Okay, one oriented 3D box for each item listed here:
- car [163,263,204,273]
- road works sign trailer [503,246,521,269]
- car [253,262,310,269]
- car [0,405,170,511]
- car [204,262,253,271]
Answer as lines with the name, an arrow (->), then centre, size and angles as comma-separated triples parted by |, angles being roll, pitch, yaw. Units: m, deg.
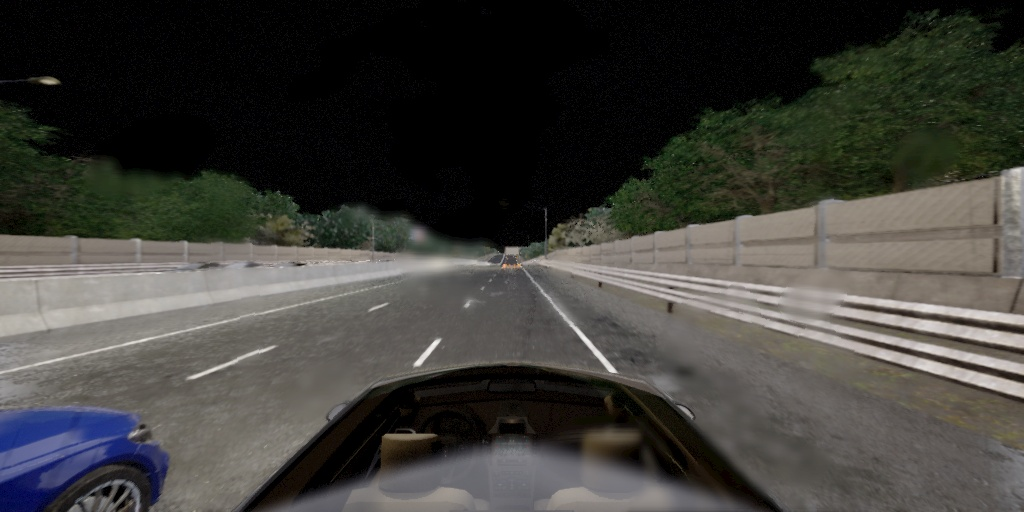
car -> -24.572, 1.264, 28.034 | 1.837, 1.490, 4.892 | 0, 0, 0
road works sign trailer -> 0.019, 0.238, 55.967 | 2.380, 3.560, 2.880 | 0, 0, 0
car -> -17.572, 1.265, 28.290 | 1.837, 1.490, 4.892 | 0, 0, 0
car -> -3.399, 1.276, 0.608 | 1.812, 1.442, 4.674 | 0, 0, 0
car -> -21.071, 1.287, 28.120 | 1.812, 1.442, 4.674 | 0, 0, 0
